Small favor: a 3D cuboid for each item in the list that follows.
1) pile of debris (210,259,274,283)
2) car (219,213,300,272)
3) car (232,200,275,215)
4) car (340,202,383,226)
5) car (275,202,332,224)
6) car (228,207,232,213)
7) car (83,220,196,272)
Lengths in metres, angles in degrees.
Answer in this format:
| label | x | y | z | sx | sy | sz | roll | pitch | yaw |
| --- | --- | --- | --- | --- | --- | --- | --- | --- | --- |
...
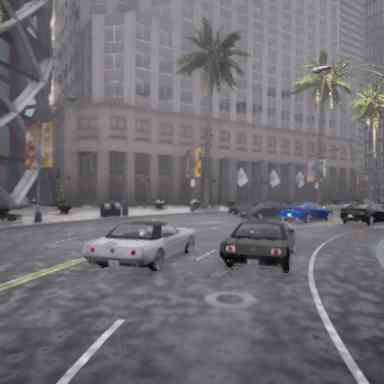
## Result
| label | x | y | z | sx | sy | sz | roll | pitch | yaw |
| --- | --- | --- | --- | --- | --- | --- | --- | --- | --- |
| pile of debris | 1.465 | 2.166 | 9.325 | 1.500 | 0.140 | 1.860 | 0 | 0 | 18 |
| car | 2.372 | 1.589 | 10.939 | 1.895 | 1.301 | 4.718 | 1 | 0 | 20 |
| car | 5.932 | 1.489 | 27.820 | 4.892 | 1.490 | 1.837 | 1 | -1 | -40 |
| car | 12.539 | 1.510 | 23.835 | 5.008 | 1.535 | 1.882 | 1 | 0 | -39 |
| car | 8.826 | 1.483 | 25.343 | 5.008 | 1.535 | 1.882 | 0 | 0 | -40 |
| car | 5.962 | 1.521 | 32.385 | 5.357 | 1.411 | 2.033 | 0 | 0 | -37 |
| car | -1.357 | 1.571 | 10.805 | 1.895 | 1.301 | 4.718 | 0 | 0 | 18 |
